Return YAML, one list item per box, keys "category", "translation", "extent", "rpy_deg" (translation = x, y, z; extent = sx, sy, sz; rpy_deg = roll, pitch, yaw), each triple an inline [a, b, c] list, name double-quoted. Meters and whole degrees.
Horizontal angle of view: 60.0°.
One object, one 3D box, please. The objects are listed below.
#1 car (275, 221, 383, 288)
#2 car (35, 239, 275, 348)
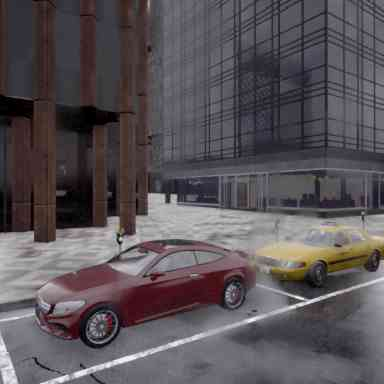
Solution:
- category: "car"
  translation: [3.681, 1.525, 9.259]
  extent: [4.829, 1.417, 1.752]
  rpy_deg: [0, 0, -35]
- category: "car"
  translation: [-0.613, 1.582, 6.206]
  extent: [4.206, 1.307, 1.802]
  rpy_deg: [0, 0, -35]
